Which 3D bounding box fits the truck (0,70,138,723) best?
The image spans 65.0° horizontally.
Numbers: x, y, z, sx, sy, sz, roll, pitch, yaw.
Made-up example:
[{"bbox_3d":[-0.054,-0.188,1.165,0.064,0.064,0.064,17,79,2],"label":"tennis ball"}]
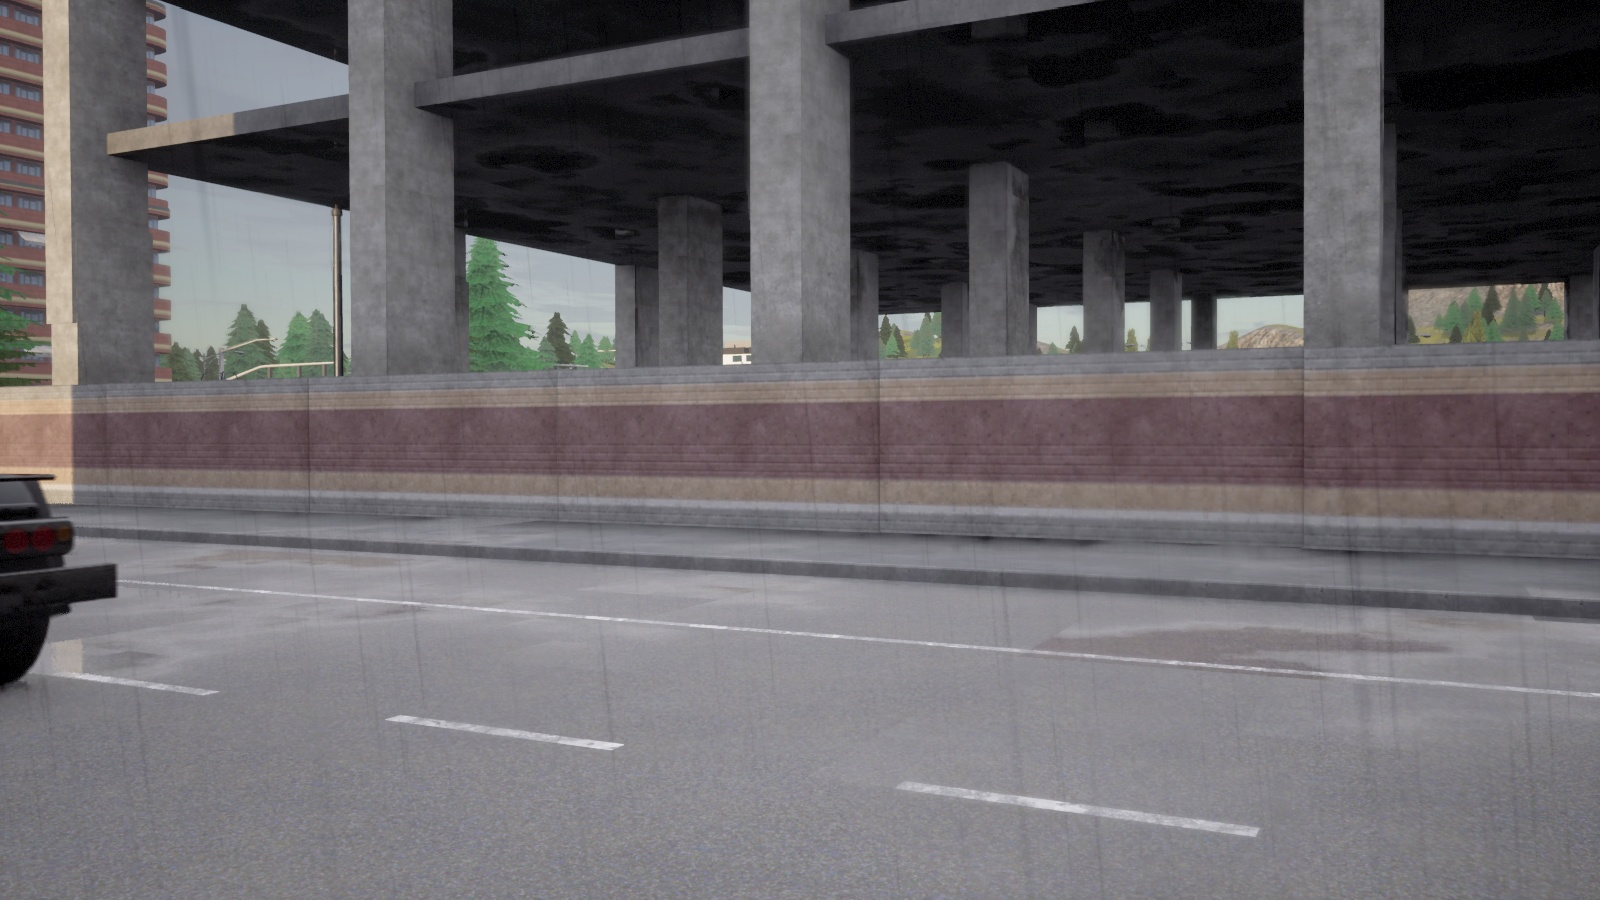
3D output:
[{"bbox_3d":[-8.083,-0.311,7.848,7.936,3.462,2.891,1,1,27],"label":"truck"}]
